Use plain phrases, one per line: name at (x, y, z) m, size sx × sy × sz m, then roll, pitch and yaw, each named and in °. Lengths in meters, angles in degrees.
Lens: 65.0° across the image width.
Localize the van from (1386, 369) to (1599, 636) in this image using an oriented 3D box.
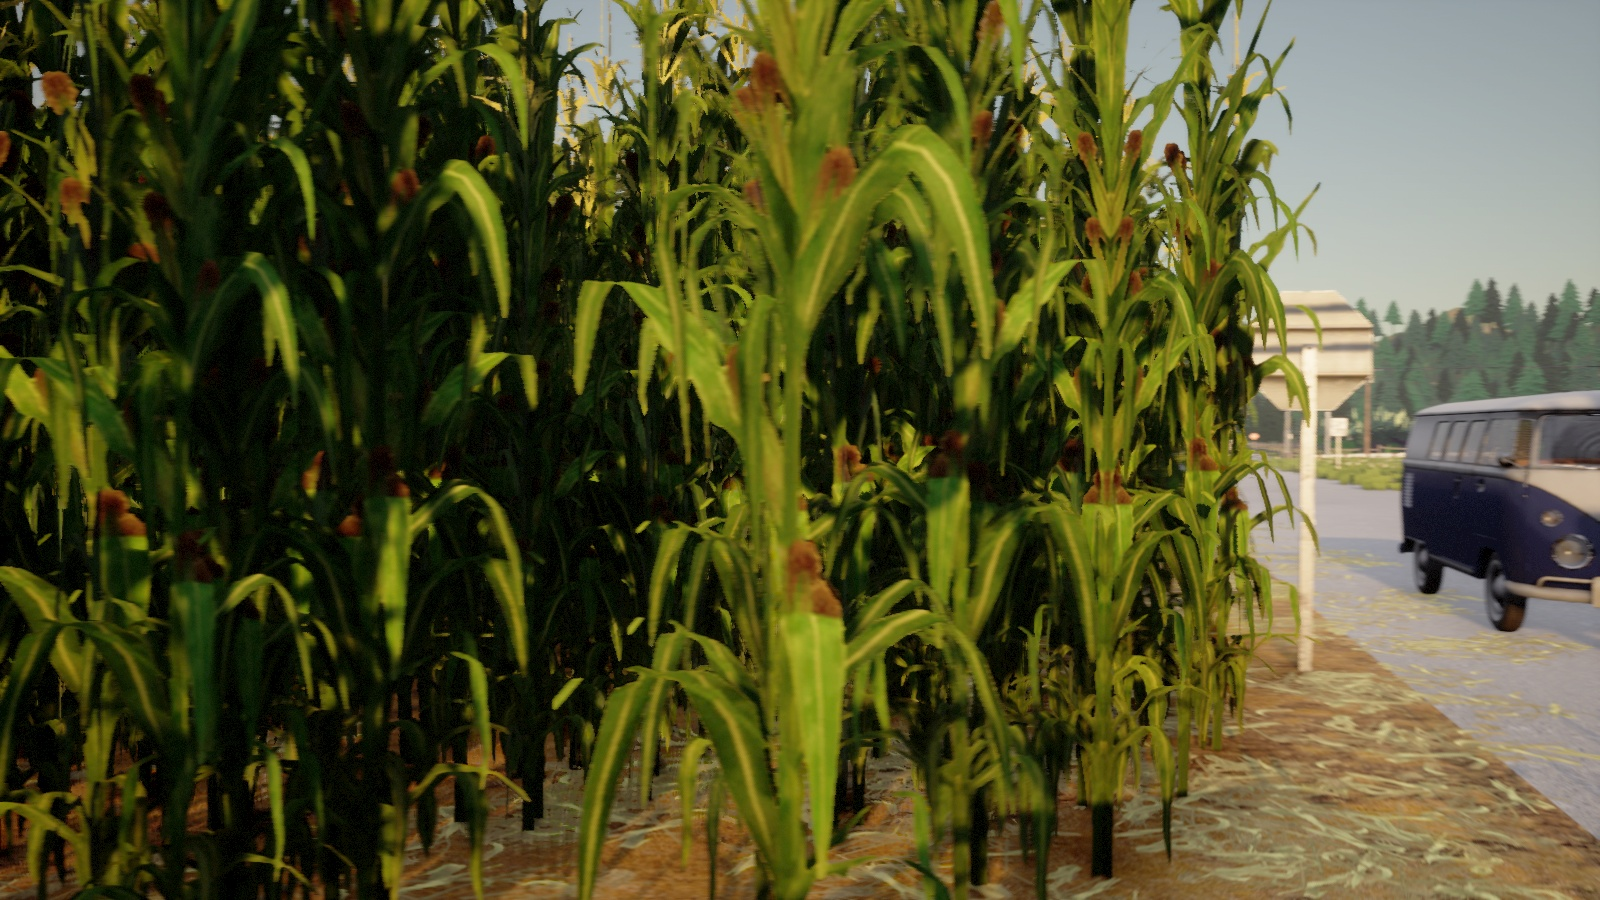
van at (6.792, 0.345, 11.426) m, size 1.775 × 1.987 × 4.442 m, roll -1°, pitch 1°, yaw 13°
